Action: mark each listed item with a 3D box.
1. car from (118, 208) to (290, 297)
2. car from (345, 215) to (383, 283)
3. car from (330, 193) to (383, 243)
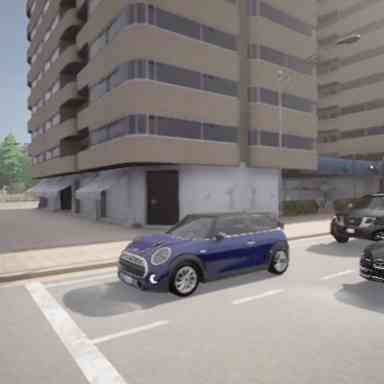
[{"bbox_3d":[0.427,1.302,8.594,4.553,1.767,2.097,-1,0,-36],"label":"car"},{"bbox_3d":[6.121,1.416,8.355,4.892,1.490,1.837,-1,0,-35],"label":"car"},{"bbox_3d":[8.234,1.081,14.158,5.566,2.045,2.150,-1,0,-35],"label":"car"}]
